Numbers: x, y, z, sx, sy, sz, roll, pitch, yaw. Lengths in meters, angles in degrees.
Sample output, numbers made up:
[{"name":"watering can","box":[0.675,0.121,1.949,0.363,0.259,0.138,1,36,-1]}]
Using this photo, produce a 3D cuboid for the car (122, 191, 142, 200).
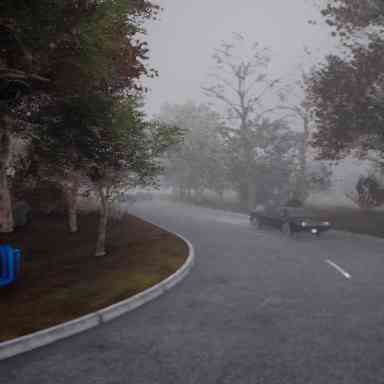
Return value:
[{"name":"car","box":[-8.034,0.663,41.133,2.033,1.411,5.357,1,1,-21]}]

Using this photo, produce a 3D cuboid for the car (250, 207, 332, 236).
[{"name":"car","box":[4.867,1.434,17.261,1.895,1.301,4.718,1,1,-19]}]

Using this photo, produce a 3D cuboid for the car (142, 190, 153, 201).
[{"name":"car","box":[-6.996,0.505,47.969,1.882,1.535,5.008,1,1,-21]}]
